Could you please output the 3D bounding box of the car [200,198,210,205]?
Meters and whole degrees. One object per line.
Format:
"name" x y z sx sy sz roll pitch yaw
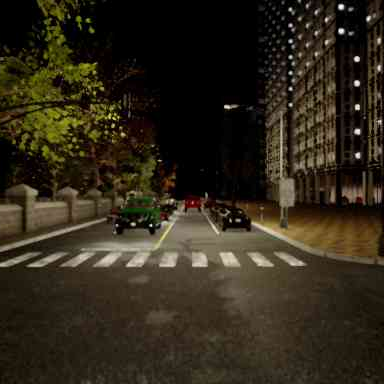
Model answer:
"car" 2.690 2.082 72.211 2.008 1.369 4.403 0 0 0

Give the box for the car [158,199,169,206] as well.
"car" -5.690 2.031 66.579 1.887 1.381 4.507 0 0 0

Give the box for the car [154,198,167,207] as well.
"car" -5.689 1.882 60.947 1.967 1.590 4.097 0 0 0

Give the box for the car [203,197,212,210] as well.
"car" 2.691 1.899 49.684 1.887 1.381 4.507 0 0 0

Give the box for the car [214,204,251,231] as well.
"car" 2.691 1.714 21.521 1.947 1.339 4.313 0 0 0

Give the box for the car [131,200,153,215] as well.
"car" -5.689 1.710 38.419 1.967 1.590 4.097 0 0 0

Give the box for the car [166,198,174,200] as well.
"car" -3.001 1.834 48.107 2.128 1.511 4.902 0 0 0

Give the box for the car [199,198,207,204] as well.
"car" 2.690 2.205 83.475 1.802 1.307 4.206 0 0 0

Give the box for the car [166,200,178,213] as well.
"car" -3.026 1.867 37.881 1.895 1.301 4.718 0 0 1

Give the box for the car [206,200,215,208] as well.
"car" 2.691 1.794 32.786 1.947 1.339 4.313 0 0 0

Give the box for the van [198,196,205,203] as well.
"van" 2.690 2.060 94.742 1.690 1.788 3.998 0 -1 0

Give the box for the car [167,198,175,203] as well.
"car" -5.690 2.216 89.107 1.887 1.381 4.507 0 0 0

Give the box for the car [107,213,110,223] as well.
"car" -5.689 1.770 27.153 1.802 1.307 4.206 0 0 0

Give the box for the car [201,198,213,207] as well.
"car" 2.691 1.882 60.948 1.967 1.590 4.097 0 0 0

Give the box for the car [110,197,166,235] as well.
"car" -3.091 1.362 20.346 2.150 2.045 5.566 0 0 0

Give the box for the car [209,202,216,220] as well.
"car" 2.691 1.754 27.154 1.947 1.339 4.313 0 0 0

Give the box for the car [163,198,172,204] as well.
"car" -5.690 2.122 77.843 1.887 1.381 4.507 0 0 0

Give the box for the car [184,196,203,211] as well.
"car" 0.096 1.551 46.429 2.150 2.045 5.566 0 0 0

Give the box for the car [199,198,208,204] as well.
"car" 2.690 2.159 77.843 1.802 1.307 4.206 0 0 0

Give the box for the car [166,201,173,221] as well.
"car" -3.055 1.771 29.720 1.994 1.385 4.181 0 0 1

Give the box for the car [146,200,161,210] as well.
"car" -5.689 1.878 49.514 1.752 1.417 4.829 0 0 0

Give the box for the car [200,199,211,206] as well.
"car" 2.690 2.038 66.579 2.008 1.369 4.403 0 0 0

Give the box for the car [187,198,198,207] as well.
"car" 0.093 1.940 63.427 1.882 1.535 5.008 0 -1 0
